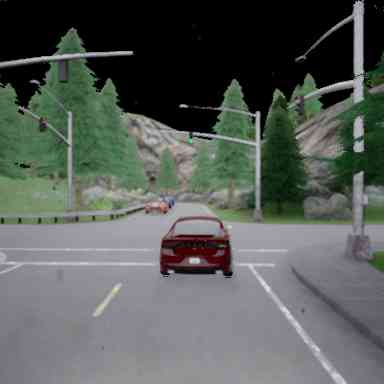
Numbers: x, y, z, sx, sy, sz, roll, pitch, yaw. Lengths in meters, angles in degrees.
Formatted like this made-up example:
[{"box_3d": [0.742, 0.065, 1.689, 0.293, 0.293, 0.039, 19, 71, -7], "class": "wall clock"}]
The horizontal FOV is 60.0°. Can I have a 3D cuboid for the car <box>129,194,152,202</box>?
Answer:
[{"box_3d": [-11.036, 1.258, 71.593, 4.553, 1.767, 2.097, 0, 0, 24], "class": "car"}]

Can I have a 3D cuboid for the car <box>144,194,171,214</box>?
[{"box_3d": [-3.606, 1.305, 34.560, 2.097, 1.767, 4.553, 0, 0, 0], "class": "car"}]

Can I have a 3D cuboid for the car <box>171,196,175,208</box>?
[{"box_3d": [-3.598, 1.419, 43.697, 1.882, 1.535, 5.008, 0, 0, 0], "class": "car"}]

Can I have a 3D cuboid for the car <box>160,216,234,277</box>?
[{"box_3d": [0.257, 1.464, 10.285, 1.882, 1.535, 5.008, 0, 0, 5], "class": "car"}]

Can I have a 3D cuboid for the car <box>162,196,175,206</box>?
[{"box_3d": [-3.827, 1.405, 53.870, 1.882, 1.535, 5.008, 0, 0, -6], "class": "car"}]
